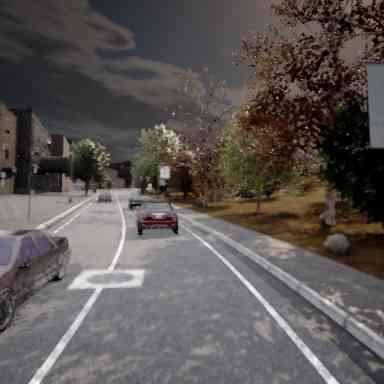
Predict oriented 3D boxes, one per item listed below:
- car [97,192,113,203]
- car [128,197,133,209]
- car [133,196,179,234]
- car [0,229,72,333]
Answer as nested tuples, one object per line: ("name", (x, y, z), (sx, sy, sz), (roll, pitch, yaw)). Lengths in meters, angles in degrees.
("car", (-12.016, 0.733, 46.031), (1.837, 1.490, 4.892), (1, 1, -13))
("car", (-5.814, 1.112, 35.800), (1.895, 1.301, 4.718), (1, 1, -13))
("car", (-2.045, 1.211, 18.673), (2.097, 1.767, 4.553), (1, 1, -10))
("car", (-4.018, 1.526, 6.904), (2.033, 1.411, 5.357), (0, 1, -5))
